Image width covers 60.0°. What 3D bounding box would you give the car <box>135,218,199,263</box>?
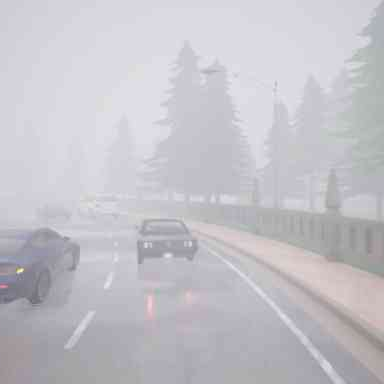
[{"bbox_3d":[-1.129,1.598,12.100,1.895,1.301,4.718,0,0,-11],"label":"car"}]

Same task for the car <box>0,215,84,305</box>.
[{"bbox_3d":[-4.026,1.524,7.883,1.812,1.442,4.674,0,0,-6],"label":"car"}]

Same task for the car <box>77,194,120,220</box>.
[{"bbox_3d":[-7.981,1.215,28.134,2.150,2.045,5.566,0,0,-34],"label":"car"}]

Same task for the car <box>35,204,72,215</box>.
[{"bbox_3d":[-11.179,1.595,26.630,1.895,1.301,4.718,0,0,-35],"label":"car"}]
